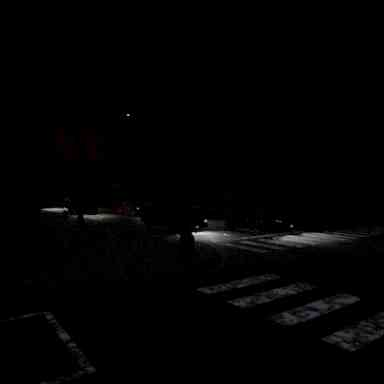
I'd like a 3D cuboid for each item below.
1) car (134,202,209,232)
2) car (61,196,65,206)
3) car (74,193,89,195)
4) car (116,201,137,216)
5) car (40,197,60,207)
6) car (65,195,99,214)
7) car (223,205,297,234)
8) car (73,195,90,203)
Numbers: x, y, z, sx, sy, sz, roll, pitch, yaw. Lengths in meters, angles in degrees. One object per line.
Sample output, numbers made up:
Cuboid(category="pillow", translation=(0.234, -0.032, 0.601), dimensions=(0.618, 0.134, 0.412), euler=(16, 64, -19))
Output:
Cuboid(category="car", translation=(-1.259, 1.525, 20.400), dimensions=(2.033, 1.411, 5.357), euler=(0, 0, -36))
Cuboid(category="car", translation=(-16.995, 1.490, 47.996), dimensions=(1.994, 1.385, 4.181), euler=(0, 0, -35))
Cuboid(category="car", translation=(-18.961, 1.130, 56.503), dimensions=(2.150, 2.045, 5.566), euler=(0, 0, -35))
Cuboid(category="car", translation=(-5.484, 1.556, 31.860), dimensions=(1.895, 1.301, 4.718), euler=(0, 0, -36))
Cuboid(category="car", translation=(-21.330, 1.453, 48.502), dimensions=(2.128, 1.511, 4.902), euler=(0, 0, -36))
Cuboid(category="car", translation=(-11.162, 1.429, 34.190), dimensions=(1.882, 1.535, 5.008), euler=(0, 0, -36))
Cuboid(category="car", translation=(3.771, 1.505, 19.234), dimensions=(1.812, 1.442, 4.674), euler=(0, 0, -39))
Cuboid(category="car", translation=(-22.047, 1.366, 66.380), dimensions=(1.882, 1.535, 5.008), euler=(0, 0, -36))
